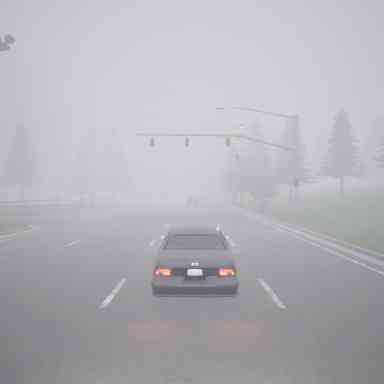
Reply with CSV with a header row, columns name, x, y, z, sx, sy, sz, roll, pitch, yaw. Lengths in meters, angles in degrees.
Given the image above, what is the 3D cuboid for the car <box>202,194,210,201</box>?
name,x,y,z,sx,sy,sz,roll,pitch,yaw
car,3.587,1.492,83.405,1.837,1.490,4.892,0,0,0

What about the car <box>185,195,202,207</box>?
name,x,y,z,sx,sy,sz,roll,pitch,yaw
car,0.053,1.352,52.765,2.097,1.767,4.553,0,0,0

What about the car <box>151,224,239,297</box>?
name,x,y,z,sx,sy,sz,roll,pitch,yaw
car,0.075,1.547,8.726,2.033,1.411,5.357,0,0,0

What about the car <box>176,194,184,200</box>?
name,x,y,z,sx,sy,sz,roll,pitch,yaw
car,-3.402,1.358,93.832,2.128,1.511,4.902,0,0,0

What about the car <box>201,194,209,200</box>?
name,x,y,z,sx,sy,sz,roll,pitch,yaw
car,3.598,1.310,93.825,1.882,1.535,5.008,0,0,0

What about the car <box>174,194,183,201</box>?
name,x,y,z,sx,sy,sz,roll,pitch,yaw
car,-3.413,1.517,83.829,1.812,1.442,4.674,0,0,0

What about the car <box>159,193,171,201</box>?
name,x,y,z,sx,sy,sz,roll,pitch,yaw
car,-6.913,1.217,83.446,2.150,2.045,5.566,0,0,0

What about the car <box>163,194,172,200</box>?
name,x,y,z,sx,sy,sz,roll,pitch,yaw
car,-6.902,1.385,93.836,1.994,1.385,4.181,0,0,0

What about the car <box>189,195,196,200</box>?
name,x,y,z,sx,sy,sz,roll,pitch,yaw
car,0.098,1.540,94.242,2.033,1.411,5.357,0,0,0
